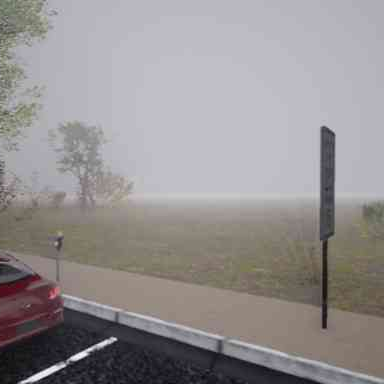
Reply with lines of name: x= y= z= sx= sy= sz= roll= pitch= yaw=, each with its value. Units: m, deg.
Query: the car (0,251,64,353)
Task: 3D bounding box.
car: x=-3.824 y=1.578 z=5.379 sx=4.206 sy=1.307 sz=1.802 roll=0 pitch=1 yaw=33
